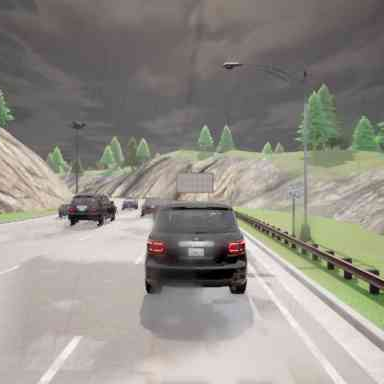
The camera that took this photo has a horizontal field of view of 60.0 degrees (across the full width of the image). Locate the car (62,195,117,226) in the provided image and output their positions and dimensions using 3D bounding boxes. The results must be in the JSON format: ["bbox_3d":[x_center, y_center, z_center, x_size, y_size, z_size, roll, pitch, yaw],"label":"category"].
[{"bbox_3d":[-6.931,1.220,23.612,2.150,2.045,5.566,0,0,0],"label":"car"}]

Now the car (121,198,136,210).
[{"bbox_3d":[-8.004,1.524,43.087,1.812,1.442,4.674,0,0,-7],"label":"car"}]

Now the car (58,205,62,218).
[{"bbox_3d":[-10.532,1.491,30.174,2.128,1.511,4.902,0,0,-2],"label":"car"}]

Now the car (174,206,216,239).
[{"bbox_3d":[0.117,1.558,18.124,1.994,1.385,4.181,0,0,-1],"label":"car"}]

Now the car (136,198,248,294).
[{"bbox_3d":[0.088,1.221,8.909,2.150,2.045,5.566,0,0,0],"label":"car"}]

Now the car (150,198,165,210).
[{"bbox_3d":[-4.589,1.524,43.815,1.812,1.442,4.674,0,0,-7],"label":"car"}]

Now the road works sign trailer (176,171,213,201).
[{"bbox_3d":[0.190,0.463,21.621,2.380,3.560,2.880,0,0,0],"label":"road works sign trailer"}]

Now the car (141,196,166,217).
[{"bbox_3d":[-3.604,1.354,31.862,2.097,1.767,4.553,0,0,-2],"label":"car"}]
